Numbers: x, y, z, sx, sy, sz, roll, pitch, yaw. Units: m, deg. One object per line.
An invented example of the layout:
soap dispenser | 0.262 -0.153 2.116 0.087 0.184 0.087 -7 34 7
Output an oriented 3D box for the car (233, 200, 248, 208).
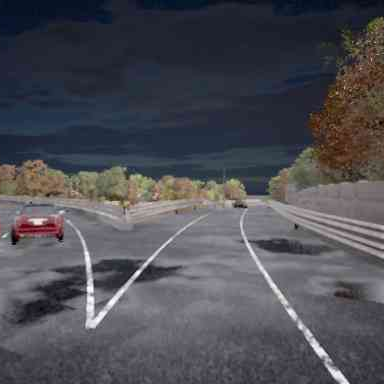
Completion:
car | 8.457 2.188 59.575 1.837 1.490 4.892 0 -3 12

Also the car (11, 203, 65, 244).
car | -7.274 1.313 16.010 2.097 1.767 4.553 0 0 -22

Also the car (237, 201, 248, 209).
car | 10.626 2.771 69.727 2.033 1.411 5.357 0 -4 13
